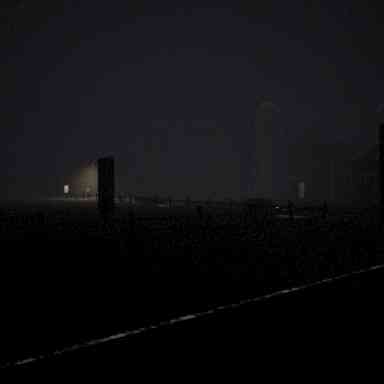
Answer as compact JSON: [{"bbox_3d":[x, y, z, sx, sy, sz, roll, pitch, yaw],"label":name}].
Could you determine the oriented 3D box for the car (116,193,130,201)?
[{"bbox_3d":[-13.535,0.905,66.048,1.837,1.490,4.892,-1,1,-36],"label":"car"}]

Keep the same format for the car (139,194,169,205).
[{"bbox_3d":[-5.390,1.146,49.854,2.033,1.411,5.357,-1,1,-36],"label":"car"}]

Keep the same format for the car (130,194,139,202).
[{"bbox_3d":[-8.677,1.084,59.318,1.895,1.301,4.718,-1,1,-36],"label":"car"}]

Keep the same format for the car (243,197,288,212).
[{"bbox_3d":[7.073,1.304,32.504,1.837,1.490,4.892,-1,1,-36],"label":"car"}]
